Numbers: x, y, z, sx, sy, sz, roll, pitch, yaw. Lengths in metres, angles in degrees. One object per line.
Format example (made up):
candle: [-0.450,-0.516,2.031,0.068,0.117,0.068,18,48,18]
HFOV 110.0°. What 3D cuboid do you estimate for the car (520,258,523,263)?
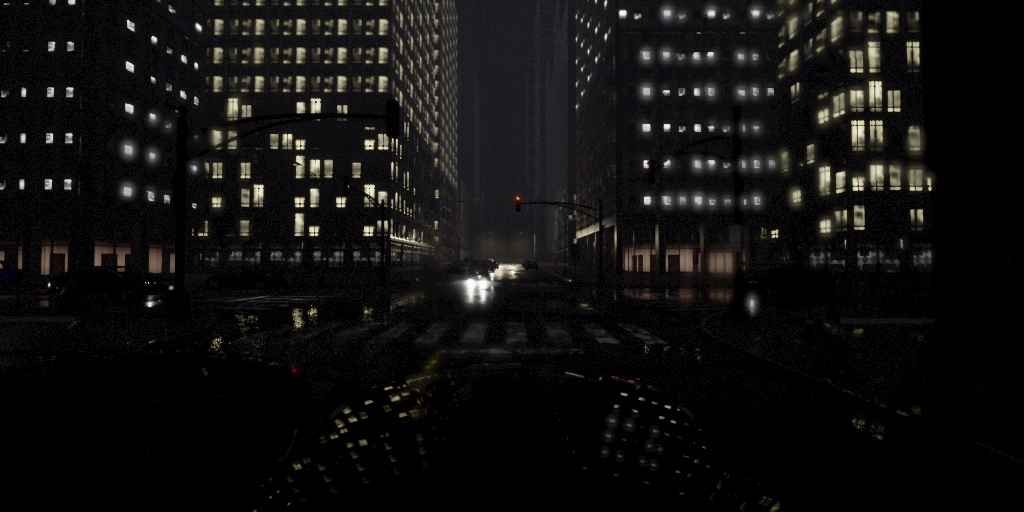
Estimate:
car: [2.694,1.298,60.204,1.751,1.417,4.829,0,0,0]

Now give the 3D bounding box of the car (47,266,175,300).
car: [-18.086,1.191,16.459,4.902,1.511,2.128,0,-1,0]

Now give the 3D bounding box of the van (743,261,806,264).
van: [15.982,1.210,22.155,3.998,1.789,1.690,0,0,0]

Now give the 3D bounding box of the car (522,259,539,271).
car: [2.693,1.350,48.878,1.802,1.307,4.207,0,0,0]

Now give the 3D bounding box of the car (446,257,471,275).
car: [-5.689,1.203,37.667,1.967,1.591,4.097,0,0,0]

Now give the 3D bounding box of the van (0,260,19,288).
van: [-33.437,1.132,22.269,3.998,1.789,1.690,0,0,0]

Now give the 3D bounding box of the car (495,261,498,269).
car: [-3.092,1.291,44.113,1.812,1.442,4.674,0,0,0]

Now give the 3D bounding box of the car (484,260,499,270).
car: [-3.087,1.334,54.518,1.994,1.385,4.181,0,0,0]

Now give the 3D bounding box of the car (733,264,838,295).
car: [14.874,1.321,19.584,4.892,1.490,1.837,0,-1,0]

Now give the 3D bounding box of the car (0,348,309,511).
car: [-3.071,1.314,1.955,1.994,1.385,4.181,0,0,0]

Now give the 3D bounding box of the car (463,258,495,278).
car: [-3.096,1.254,34.366,2.128,1.511,4.902,0,0,0]

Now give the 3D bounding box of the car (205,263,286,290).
car: [-16.492,1.255,22.230,4.097,1.591,1.967,0,0,0]
